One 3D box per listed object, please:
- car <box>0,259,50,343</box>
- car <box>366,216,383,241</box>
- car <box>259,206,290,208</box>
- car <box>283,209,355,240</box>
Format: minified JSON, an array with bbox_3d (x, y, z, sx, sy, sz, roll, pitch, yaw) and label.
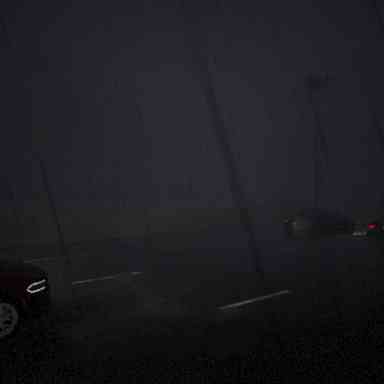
[{"bbox_3d":[-4.702,1.475,4.692,5.008,1.535,1.882,0,0,-36],"label":"car"},{"bbox_3d":[10.186,1.580,15.594,5.357,1.411,2.033,0,0,-38],"label":"car"},{"bbox_3d":[9.054,1.527,33.044,5.008,1.535,1.882,0,0,-41],"label":"car"},{"bbox_3d":[6.679,1.593,17.328,4.181,1.385,1.994,0,0,-37],"label":"car"}]
